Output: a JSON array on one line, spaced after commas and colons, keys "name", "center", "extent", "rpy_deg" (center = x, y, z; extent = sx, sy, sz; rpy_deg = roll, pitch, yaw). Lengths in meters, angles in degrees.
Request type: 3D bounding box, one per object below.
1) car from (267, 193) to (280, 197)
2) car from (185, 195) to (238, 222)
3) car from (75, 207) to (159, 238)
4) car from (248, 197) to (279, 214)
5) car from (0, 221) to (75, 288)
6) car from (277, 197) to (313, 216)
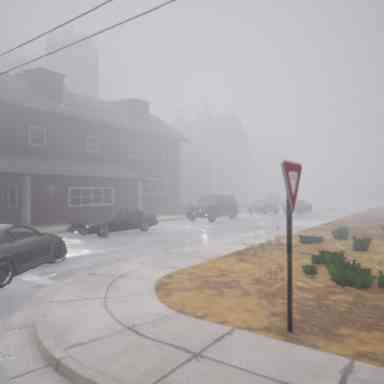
[{"name": "car", "center": [12.331, 1.185, 49.393], "extent": [1.905, 1.878, 3.866], "rpy_deg": [6, 1, -8]}, {"name": "car", "center": [1.738, 1.245, 26.907], "extent": [2.150, 2.045, 5.566], "rpy_deg": [0, 0, 35]}, {"name": "car", "center": [-4.142, 1.573, 18.410], "extent": [2.033, 1.411, 5.357], "rpy_deg": [0, 0, 35]}, {"name": "car", "center": [7.642, 1.550, 35.414], "extent": [1.812, 1.442, 4.674], "rpy_deg": [0, 0, 35]}, {"name": "car", "center": [-5.241, 1.577, 9.314], "extent": [1.994, 1.385, 4.181], "rpy_deg": [-1, 0, 4]}, {"name": "car", "center": [10.666, 1.502, 33.322], "extent": [2.128, 1.511, 4.902], "rpy_deg": [0, 0, 35]}]
